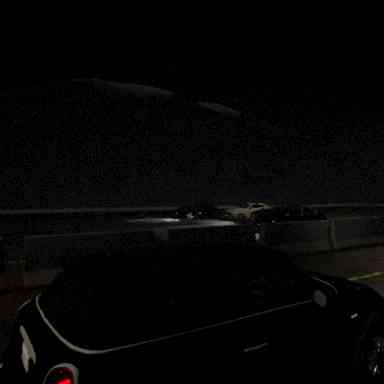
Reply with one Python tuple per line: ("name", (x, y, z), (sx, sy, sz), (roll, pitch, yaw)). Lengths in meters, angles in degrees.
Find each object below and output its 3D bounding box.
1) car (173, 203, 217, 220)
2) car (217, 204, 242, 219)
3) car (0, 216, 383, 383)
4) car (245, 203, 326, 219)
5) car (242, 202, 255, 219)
("car", (0.441, 1.611, 28.821), (4.181, 1.385, 1.994), (0, 0, -30))
("car", (4.742, 1.590, 27.232), (4.674, 1.442, 1.812), (0, 0, -28))
("car", (0.412, 1.359, 3.885), (4.553, 1.767, 2.097), (0, 0, -35))
("car", (5.830, 1.563, 19.824), (4.892, 1.490, 1.837), (0, 0, -29))
("car", (6.448, 1.560, 24.183), (4.902, 1.511, 2.128), (0, 0, -28))
